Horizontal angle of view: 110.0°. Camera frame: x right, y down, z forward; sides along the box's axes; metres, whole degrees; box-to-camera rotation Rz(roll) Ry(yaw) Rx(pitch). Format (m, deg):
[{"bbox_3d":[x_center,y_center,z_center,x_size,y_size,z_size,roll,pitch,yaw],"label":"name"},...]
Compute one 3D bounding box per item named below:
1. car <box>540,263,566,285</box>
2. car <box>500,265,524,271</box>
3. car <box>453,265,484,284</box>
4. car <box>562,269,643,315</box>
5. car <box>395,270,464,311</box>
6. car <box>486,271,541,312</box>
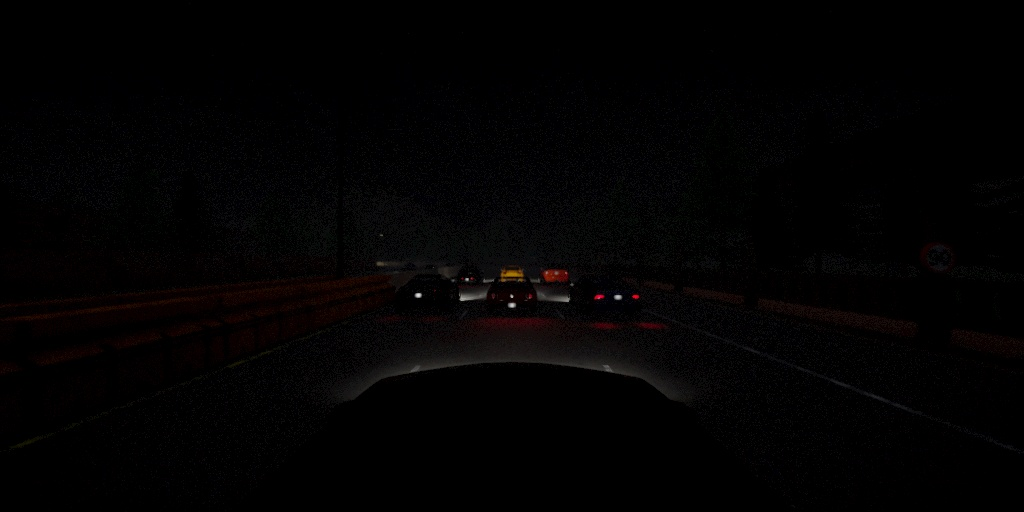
[{"bbox_3d":[3.514,1.416,30.252,2.097,1.767,4.553,0,-1,0],"label":"car"},{"bbox_3d":[0.020,1.551,31.060,1.882,1.535,5.008,0,0,0],"label":"car"},{"bbox_3d":[-3.487,1.573,30.331,1.837,1.490,4.892,0,0,0],"label":"car"},{"bbox_3d":[3.507,1.437,14.365,2.033,1.411,5.357,0,-1,0],"label":"car"},{"bbox_3d":[-3.488,1.467,15.472,1.994,1.385,4.181,0,-1,1],"label":"car"},{"bbox_3d":[0.012,1.499,15.073,1.895,1.301,4.718,0,-1,0],"label":"car"}]
